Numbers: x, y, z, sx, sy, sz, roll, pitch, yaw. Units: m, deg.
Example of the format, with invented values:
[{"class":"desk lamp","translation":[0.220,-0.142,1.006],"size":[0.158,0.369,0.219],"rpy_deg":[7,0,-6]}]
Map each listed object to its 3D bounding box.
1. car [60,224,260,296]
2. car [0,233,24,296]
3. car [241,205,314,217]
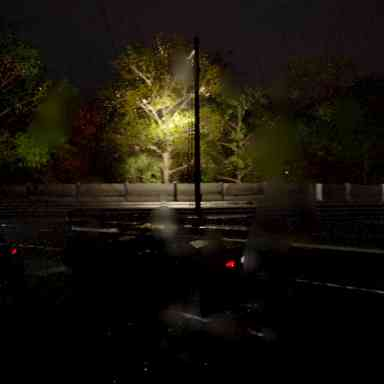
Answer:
[{"class":"car","translation":[-1.011,1.556,8.640],"size":[5.357,1.411,2.033],"rpy_deg":[0,0,31]},{"class":"car","translation":[-5.879,1.398,7.406],"size":[4.553,1.767,2.097],"rpy_deg":[0,0,31]},{"class":"car","translation":[5.872,1.557,23.084],"size":[4.718,1.301,1.895],"rpy_deg":[-1,0,-14]}]
